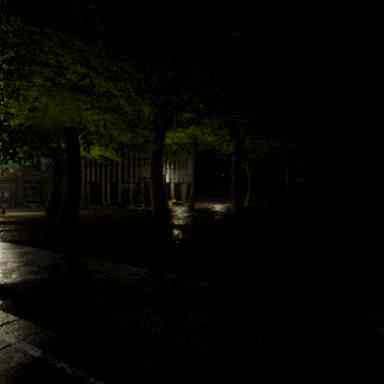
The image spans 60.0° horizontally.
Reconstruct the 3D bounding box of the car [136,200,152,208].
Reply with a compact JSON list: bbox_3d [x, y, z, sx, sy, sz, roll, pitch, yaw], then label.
[{"bbox_3d":[-9.293,2.332,66.068,1.882,1.535,5.008,0,-1,34],"label":"car"}]

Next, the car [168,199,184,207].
[{"bbox_3d":[-3.549,2.311,69.207,1.882,1.535,5.008,0,0,34],"label":"car"}]

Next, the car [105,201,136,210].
[{"bbox_3d":[-12.412,2.208,56.105,2.128,1.511,4.902,0,-1,34],"label":"car"}]
